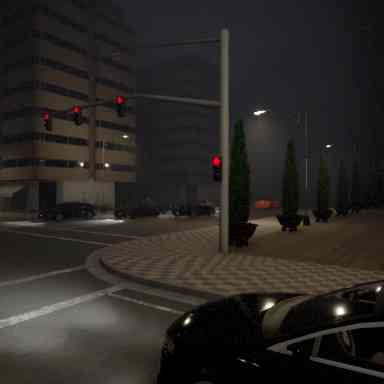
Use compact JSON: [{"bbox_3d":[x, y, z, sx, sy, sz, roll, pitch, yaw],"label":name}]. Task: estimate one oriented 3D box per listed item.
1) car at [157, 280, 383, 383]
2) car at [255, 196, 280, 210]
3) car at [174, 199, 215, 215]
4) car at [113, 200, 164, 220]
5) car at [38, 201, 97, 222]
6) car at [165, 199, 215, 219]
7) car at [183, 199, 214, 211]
[{"bbox_3d":[1.890,1.492,2.626,4.902,1.511,2.128,0,0,36],"label":"car"},{"bbox_3d":[10.089,1.406,43.687,2.097,1.767,4.553,0,0,35],"label":"car"},{"bbox_3d":[0.353,1.533,36.320,1.882,1.535,5.008,0,0,35],"label":"car"},{"bbox_3d":[-4.797,1.619,29.032,1.994,1.385,4.181,0,0,35],"label":"car"},{"bbox_3d":[-10.172,1.560,27.488,1.837,1.490,4.892,0,0,35],"label":"car"},{"bbox_3d":[0.218,1.546,29.748,2.128,1.511,4.902,0,0,35],"label":"car"},{"bbox_3d":[0.899,1.619,43.135,1.994,1.385,4.181,0,0,36],"label":"car"}]
